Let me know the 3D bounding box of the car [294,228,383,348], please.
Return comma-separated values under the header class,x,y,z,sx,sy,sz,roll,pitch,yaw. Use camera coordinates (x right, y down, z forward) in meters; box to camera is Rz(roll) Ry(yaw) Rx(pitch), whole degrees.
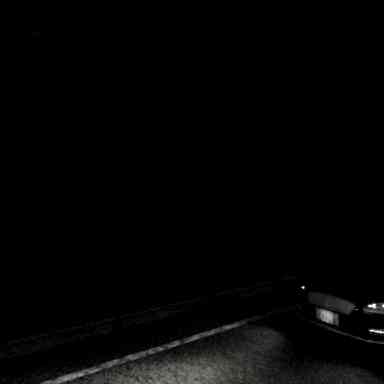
class,x,y,z,sx,sy,sz,roll,pitch,yaw
car,3.926,1.464,6.168,4.902,1.511,2.128,-1,1,-35
